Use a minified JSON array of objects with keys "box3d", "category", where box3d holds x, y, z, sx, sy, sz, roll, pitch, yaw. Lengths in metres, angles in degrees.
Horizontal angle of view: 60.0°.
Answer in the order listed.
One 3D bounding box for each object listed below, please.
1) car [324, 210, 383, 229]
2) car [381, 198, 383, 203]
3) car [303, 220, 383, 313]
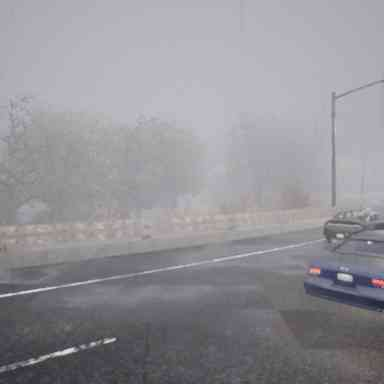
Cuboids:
[{"box3d":[7.769,1.572,15.188,4.902,1.511,2.128,0,0,-44],"category":"car"},{"box3d":[46.765,1.973,79.270,1.994,1.385,4.181,0,0,5],"category":"car"},{"box3d":[4.666,1.585,7.596,5.357,1.411,2.033,0,-1,-40],"category":"car"}]
